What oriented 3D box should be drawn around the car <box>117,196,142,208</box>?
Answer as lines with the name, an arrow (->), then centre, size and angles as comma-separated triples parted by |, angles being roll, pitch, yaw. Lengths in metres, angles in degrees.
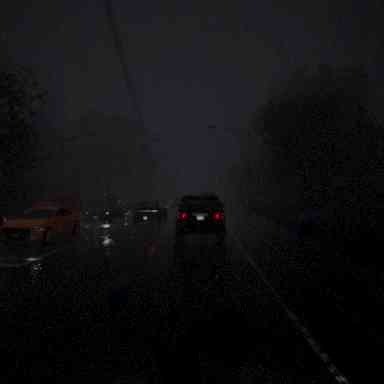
car -> -8.353, 1.286, 45.083 | 2.128, 1.511, 4.902 | 0, 0, 5

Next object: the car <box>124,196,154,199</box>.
car -> -5.698, 1.405, 34.797 | 1.994, 1.385, 4.181 | 0, 0, 5

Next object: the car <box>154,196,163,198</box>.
car -> -4.833, 1.272, 45.137 | 1.882, 1.535, 5.008 | 0, 0, 5

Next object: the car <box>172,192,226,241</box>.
car -> 0.441, 1.148, 16.308 | 2.150, 2.045, 5.566 | 0, 0, 2

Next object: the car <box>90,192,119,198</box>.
car -> -9.205, 1.061, 34.746 | 2.150, 2.045, 5.566 | 0, 0, 5

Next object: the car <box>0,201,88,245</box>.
car -> -6.778, 1.405, 15.429 | 1.882, 1.535, 5.008 | 0, 0, 2

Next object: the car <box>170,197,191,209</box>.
car -> -1.433, 1.355, 42.547 | 2.033, 1.411, 5.357 | 0, 0, 5

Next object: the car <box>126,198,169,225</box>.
car -> -2.766, 1.386, 23.023 | 2.128, 1.511, 4.902 | 0, 0, 3

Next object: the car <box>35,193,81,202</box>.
car -> -9.896, 1.107, 24.405 | 2.150, 2.045, 5.566 | 0, 0, 3

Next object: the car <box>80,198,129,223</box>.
car -> -6.369, 1.411, 24.739 | 1.812, 1.442, 4.674 | 0, 0, 3

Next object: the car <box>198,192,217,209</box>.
car -> 2.079, 1.031, 42.468 | 2.150, 2.045, 5.566 | 0, 0, 5
